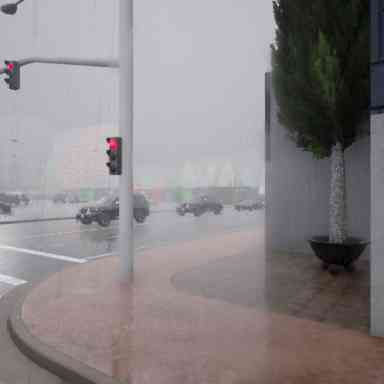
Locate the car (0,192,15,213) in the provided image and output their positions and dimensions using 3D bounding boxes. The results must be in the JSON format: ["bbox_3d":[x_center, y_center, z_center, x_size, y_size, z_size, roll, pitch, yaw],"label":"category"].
[{"bbox_3d":[-20.101,1.160,33.639,3.866,1.878,1.905,0,0,35],"label":"car"}]

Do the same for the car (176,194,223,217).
[{"bbox_3d":[0.842,1.223,32.085,2.150,2.045,5.566,0,0,37],"label":"car"}]

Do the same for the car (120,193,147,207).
[{"bbox_3d":[-8.771,1.160,49.662,3.866,1.878,1.905,0,0,35],"label":"car"}]

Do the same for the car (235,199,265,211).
[{"bbox_3d":[7.244,1.549,40.598,2.033,1.411,5.357,0,0,37],"label":"car"}]

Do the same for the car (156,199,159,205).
[{"bbox_3d":[-7.086,1.399,52.016,3.806,1.475,1.970,0,0,35],"label":"car"}]

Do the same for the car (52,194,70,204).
[{"bbox_3d":[-23.068,1.159,59.788,4.605,1.855,1.932,0,0,35],"label":"car"}]

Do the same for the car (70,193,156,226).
[{"bbox_3d":[-5.429,1.223,23.683,2.150,2.045,5.566,0,0,36],"label":"car"}]

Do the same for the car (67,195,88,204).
[{"bbox_3d":[-21.339,1.369,62.112,3.905,1.438,1.784,0,0,35],"label":"car"}]
